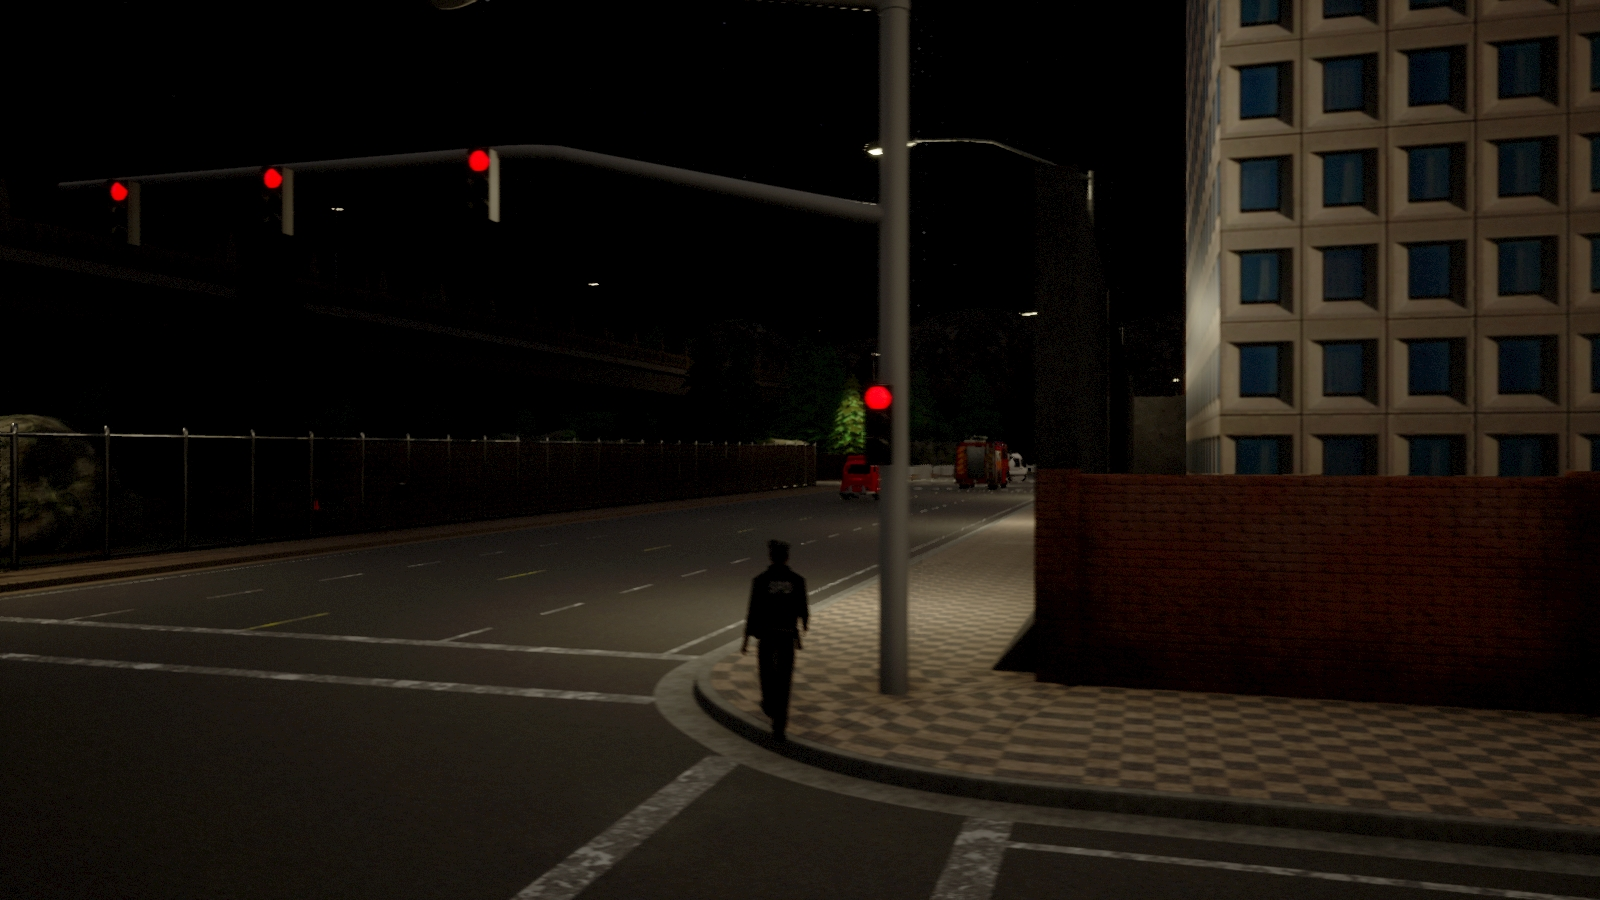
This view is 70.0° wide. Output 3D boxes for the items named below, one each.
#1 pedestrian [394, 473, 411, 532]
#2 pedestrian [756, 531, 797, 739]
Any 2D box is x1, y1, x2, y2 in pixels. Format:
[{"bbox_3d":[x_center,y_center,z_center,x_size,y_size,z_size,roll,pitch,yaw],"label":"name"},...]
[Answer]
[{"bbox_3d":[-12.664,1.658,36.398,0.375,1.860,0.375,0,0,18],"label":"pedestrian"},{"bbox_3d":[-0.222,1.694,10.552,0.375,1.860,0.375,0,0,-2],"label":"pedestrian"}]
